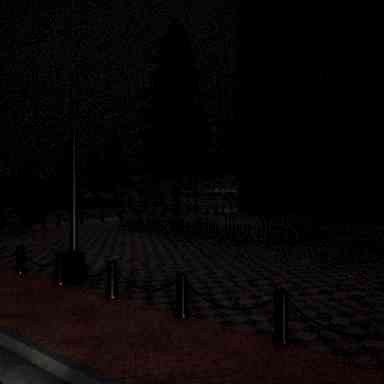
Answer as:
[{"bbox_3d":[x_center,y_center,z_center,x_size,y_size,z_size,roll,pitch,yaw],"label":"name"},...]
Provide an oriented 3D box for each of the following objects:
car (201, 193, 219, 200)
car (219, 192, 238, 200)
[{"bbox_3d":[5.195,1.384,91.438,3.806,1.475,1.970,0,0,35],"label":"car"},{"bbox_3d":[9.553,1.374,84.733,3.633,1.501,1.845,0,0,35],"label":"car"}]
